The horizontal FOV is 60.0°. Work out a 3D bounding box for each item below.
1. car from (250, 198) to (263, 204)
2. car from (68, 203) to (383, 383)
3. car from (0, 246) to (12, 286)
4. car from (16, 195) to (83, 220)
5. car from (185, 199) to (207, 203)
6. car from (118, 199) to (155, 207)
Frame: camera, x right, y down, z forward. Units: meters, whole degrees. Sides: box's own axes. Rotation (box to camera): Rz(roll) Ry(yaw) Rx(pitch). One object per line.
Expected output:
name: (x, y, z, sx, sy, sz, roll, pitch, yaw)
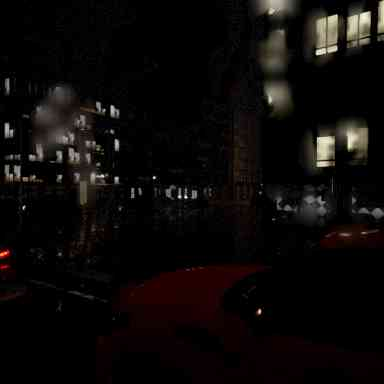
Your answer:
car: (11.587, 1.793, 55.978, 2.033, 1.411, 5.357, 1, 0, 37)
car: (1.740, 1.222, 2.444, 5.566, 2.045, 2.150, 0, 0, 35)
car: (-6.162, 1.522, 8.063, 4.674, 1.442, 1.812, 0, 0, 35)
car: (-12.282, 1.279, 29.195, 2.150, 2.045, 5.566, 1, 0, 39)
car: (0.454, 1.681, 46.345, 1.812, 1.442, 4.674, 1, 0, 37)
car: (-6.196, 1.596, 37.424, 2.128, 1.511, 4.902, 1, 0, 37)
